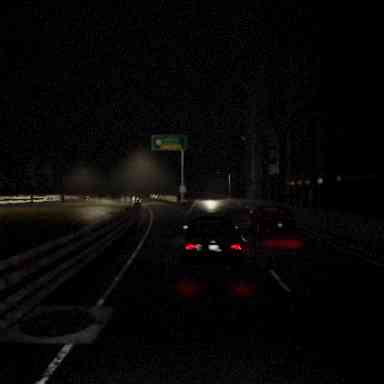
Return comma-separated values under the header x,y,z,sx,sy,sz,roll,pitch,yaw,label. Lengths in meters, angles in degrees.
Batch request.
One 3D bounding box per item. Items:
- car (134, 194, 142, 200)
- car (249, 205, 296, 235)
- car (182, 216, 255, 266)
x,y,z,sx,sy,sz,roll,pitch,yaw,label
-13.308,1.188,81.518,1.837,1.490,4.892,0,0,-14,car
4.404,1.462,18.776,1.882,1.535,5.008,0,0,2,car
0.664,1.537,11.439,2.033,1.411,5.357,0,0,2,car
